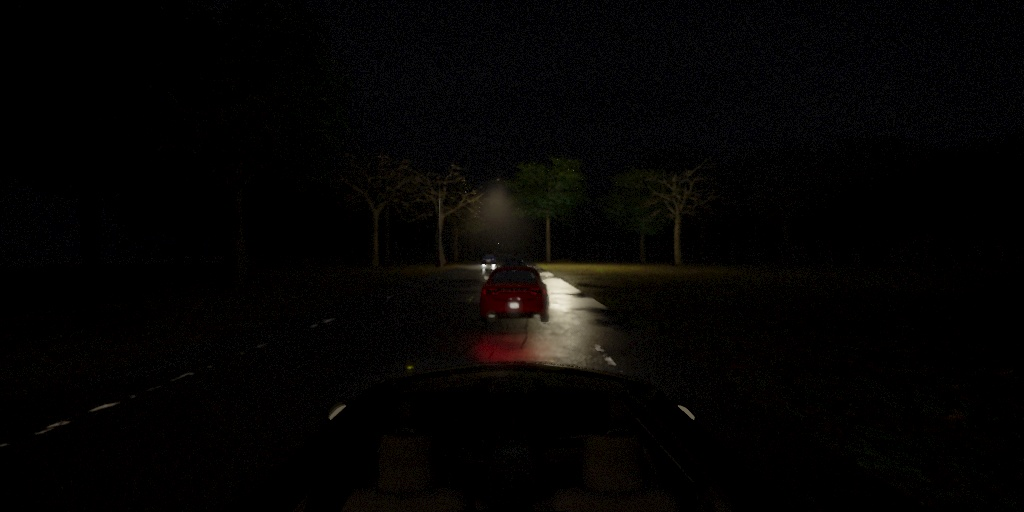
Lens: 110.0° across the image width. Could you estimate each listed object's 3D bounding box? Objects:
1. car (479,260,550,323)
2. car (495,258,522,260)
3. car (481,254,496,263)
[{"bbox_3d":[0.087,1.046,11.386,1.882,1.535,5.008,0,1,1],"label":"car"},{"bbox_3d":[0.141,0.882,25.900,2.033,1.411,5.357,0,1,1],"label":"car"},{"bbox_3d":[-3.362,0.477,53.496,1.812,1.442,4.674,0,0,1],"label":"car"}]
